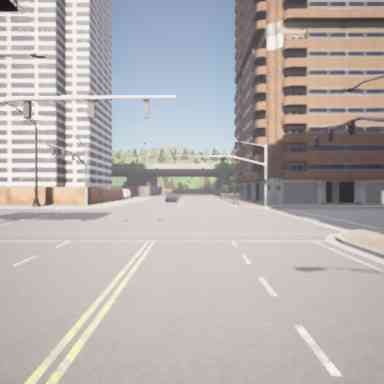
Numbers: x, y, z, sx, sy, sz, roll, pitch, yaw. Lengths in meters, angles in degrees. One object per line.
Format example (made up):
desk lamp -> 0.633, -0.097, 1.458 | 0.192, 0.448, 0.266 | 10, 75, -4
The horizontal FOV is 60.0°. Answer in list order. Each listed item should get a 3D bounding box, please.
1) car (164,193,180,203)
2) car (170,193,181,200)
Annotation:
car -> -3.582, 1.130, 56.833 | 1.994, 1.385, 4.181 | 0, 0, 0
car -> -3.543, 0.982, 71.825 | 2.033, 1.411, 5.357 | 0, 0, 0
